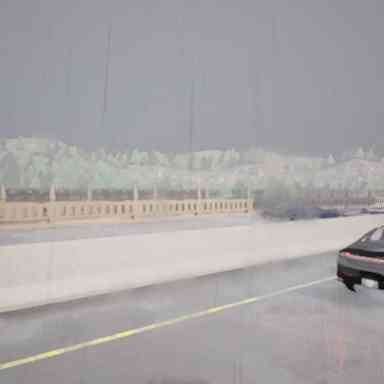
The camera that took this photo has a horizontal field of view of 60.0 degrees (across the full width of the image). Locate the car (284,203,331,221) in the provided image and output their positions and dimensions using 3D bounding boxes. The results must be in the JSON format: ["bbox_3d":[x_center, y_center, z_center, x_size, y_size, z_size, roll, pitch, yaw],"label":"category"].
[{"bbox_3d":[8.996,1.617,23.783,4.718,1.301,1.895,0,0,-37],"label":"car"}]

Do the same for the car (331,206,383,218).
[{"bbox_3d":[11.102,1.616,20.989,4.718,1.301,1.895,0,0,-37],"label":"car"}]

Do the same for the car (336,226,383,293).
[{"bbox_3d":[5.269,1.496,7.647,4.902,1.511,2.128,0,0,-36],"label":"car"}]

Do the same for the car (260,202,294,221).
[{"bbox_3d":[7.995,1.565,27.413,5.357,1.411,2.033,0,0,-37],"label":"car"}]
